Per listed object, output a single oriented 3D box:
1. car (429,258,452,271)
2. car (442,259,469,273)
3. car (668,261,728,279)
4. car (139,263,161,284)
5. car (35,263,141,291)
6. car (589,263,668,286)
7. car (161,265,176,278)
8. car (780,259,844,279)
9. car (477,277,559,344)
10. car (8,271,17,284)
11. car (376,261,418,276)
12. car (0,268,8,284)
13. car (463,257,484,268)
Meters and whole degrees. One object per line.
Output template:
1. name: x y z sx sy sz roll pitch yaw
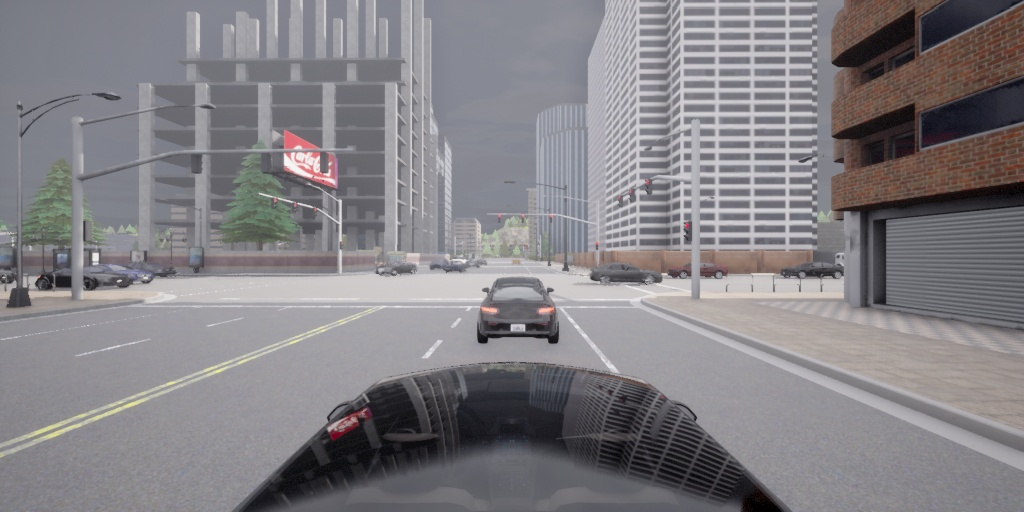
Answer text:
1. car: -10.047 1.102 49.796 2.097 1.767 4.553 0 0 1
2. car: -6.637 1.351 42.502 1.895 1.301 4.718 0 0 1
3. car: 16.462 1.228 31.913 5.008 1.535 1.882 0 0 0
4. car: -27.864 1.276 25.001 4.674 1.442 1.812 0 0 0
5. car: -25.509 1.314 21.485 4.181 1.385 1.994 0 0 0
6. car: 7.888 1.255 25.109 4.892 1.490 1.837 0 1 8
7. car: -33.463 1.297 32.215 5.357 1.411 2.033 0 0 0
8. car: 26.655 1.228 31.836 5.008 1.535 1.882 0 0 0
9. car: 0.158 1.276 9.492 1.812 1.442 4.674 0 0 1
10. car: -37.853 1.255 25.070 4.892 1.490 1.837 0 0 0
11. car: -11.573 1.241 36.322 2.128 1.511 4.902 0 0 21
12. car: -34.208 1.102 21.545 4.553 1.767 2.097 0 0 0
13. car: -6.414 1.242 59.779 2.128 1.511 4.902 0 0 1
